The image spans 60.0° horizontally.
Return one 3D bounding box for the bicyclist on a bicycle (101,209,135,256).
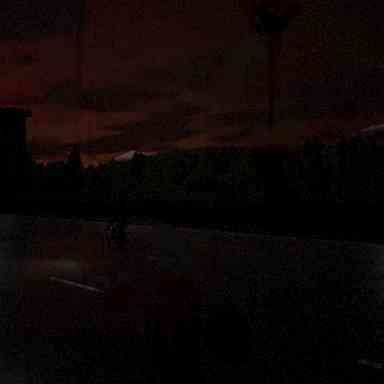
[{"bbox_3d":[-2.707,1.455,12.198,0.582,1.620,1.656,0,2,36],"label":"bicyclist on a bicycle"}]
